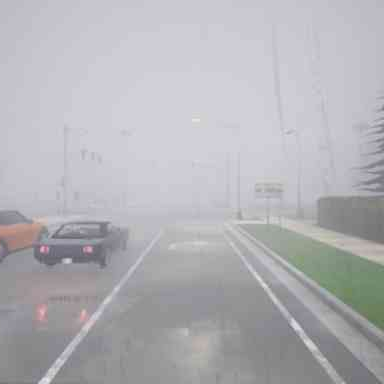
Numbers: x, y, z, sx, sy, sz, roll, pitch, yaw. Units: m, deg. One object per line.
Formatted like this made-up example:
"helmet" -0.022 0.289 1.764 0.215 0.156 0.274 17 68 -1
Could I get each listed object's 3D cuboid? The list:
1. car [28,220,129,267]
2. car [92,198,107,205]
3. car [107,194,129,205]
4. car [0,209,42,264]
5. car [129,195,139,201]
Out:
"car" -3.441 1.625 11.425 1.895 1.301 4.718 0 0 0
"car" -17.876 1.734 64.406 1.895 1.301 4.718 0 0 1
"car" -14.376 1.682 64.547 2.033 1.411 5.357 0 0 1
"car" -6.941 1.378 11.852 2.097 1.767 4.553 0 0 0
"car" -14.129 1.533 80.411 1.812 1.442 4.674 0 0 1
